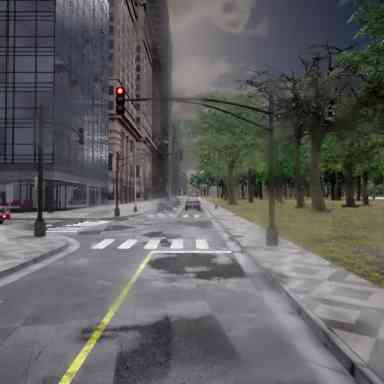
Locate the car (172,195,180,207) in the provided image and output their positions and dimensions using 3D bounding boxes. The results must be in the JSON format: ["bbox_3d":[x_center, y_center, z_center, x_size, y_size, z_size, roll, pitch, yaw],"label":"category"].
[{"bbox_3d":[-3.113,1.624,49.506,1.837,1.490,4.892,0,0,0],"label":"car"}]

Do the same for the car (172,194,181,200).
[{"bbox_3d":[-3.094,1.666,59.917,1.837,1.490,4.892,0,0,0],"label":"car"}]

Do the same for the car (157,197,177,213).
[{"bbox_3d":[-3.141,1.627,39.373,2.033,1.411,5.357,0,0,-4],"label":"car"}]

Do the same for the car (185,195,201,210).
[{"bbox_3d":[0.096,1.590,44.224,2.128,1.511,4.902,0,0,0],"label":"car"}]

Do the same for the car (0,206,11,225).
[{"bbox_3d":[-14.825,1.220,21.495,5.566,2.045,2.150,0,-2,0],"label":"car"}]
